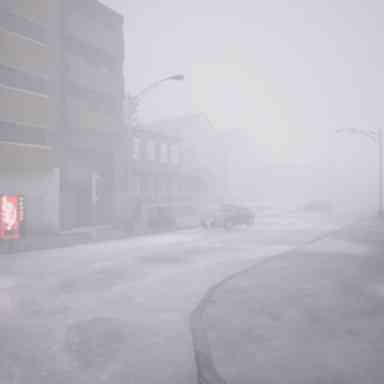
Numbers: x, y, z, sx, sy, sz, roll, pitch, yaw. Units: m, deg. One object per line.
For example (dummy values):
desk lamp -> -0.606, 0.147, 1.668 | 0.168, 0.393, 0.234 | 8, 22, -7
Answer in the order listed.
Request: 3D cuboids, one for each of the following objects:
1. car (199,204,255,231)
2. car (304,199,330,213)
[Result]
car -> 2.329, 1.521, 21.191 | 2.128, 1.511, 4.902 | 0, 0, 36
car -> 14.234, 1.523, 37.773 | 1.882, 1.535, 5.008 | 0, 0, 36
